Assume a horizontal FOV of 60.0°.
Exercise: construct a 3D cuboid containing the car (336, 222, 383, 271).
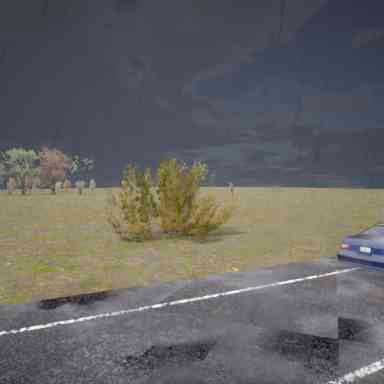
[{"bbox_3d":[6.667,1.549,9.988,5.357,1.411,2.033,0,0,-31],"label":"car"}]
